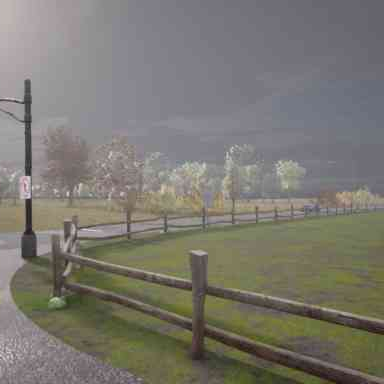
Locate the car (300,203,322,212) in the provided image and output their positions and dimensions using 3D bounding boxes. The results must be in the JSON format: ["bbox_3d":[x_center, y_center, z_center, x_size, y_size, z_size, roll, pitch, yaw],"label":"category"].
[{"bbox_3d":[18.971,2.449,52.927,2.033,1.411,5.357,-1,-2,40],"label":"car"}]
